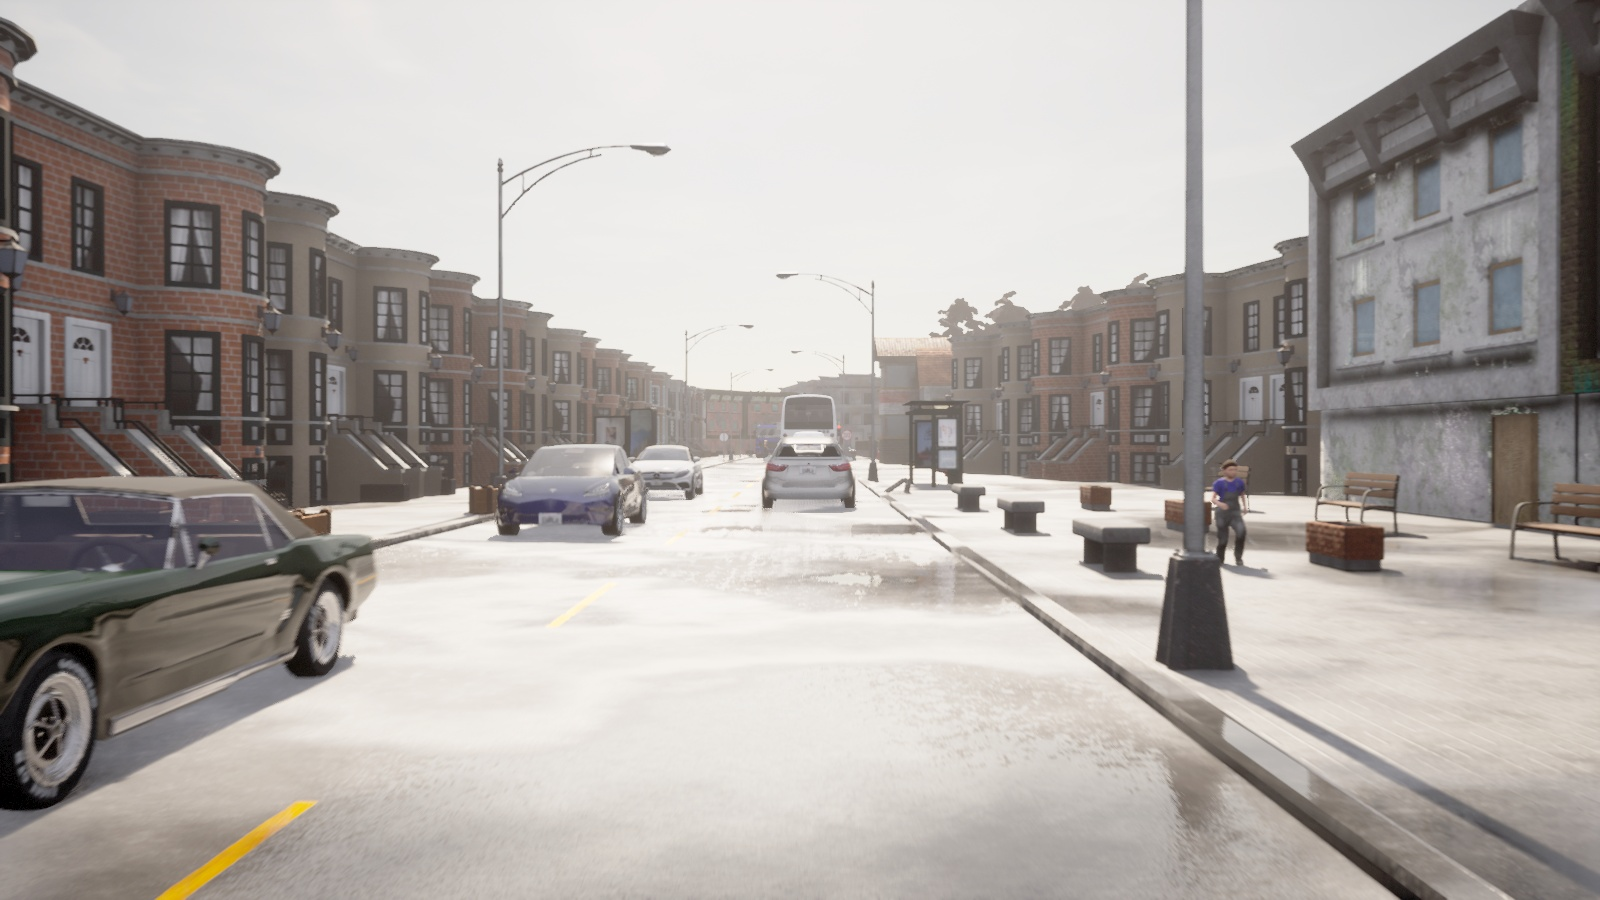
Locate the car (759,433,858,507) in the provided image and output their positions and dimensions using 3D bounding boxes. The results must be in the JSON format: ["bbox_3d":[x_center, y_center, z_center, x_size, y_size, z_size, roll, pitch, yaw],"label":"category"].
[{"bbox_3d":[0.210,0.436,30.797,2.242,1.667,4.611,0,0,0],"label":"car"}]

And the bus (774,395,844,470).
[{"bbox_3d":[0.537,-1.010,75.587,3.944,4.253,10.273,0,0,0],"label":"bus"}]

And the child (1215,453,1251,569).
[{"bbox_3d":[4.804,0.670,13.940,0.270,1.263,0.437,0,0,3],"label":"child"}]

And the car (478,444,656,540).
[{"bbox_3d":[-3.856,0.634,21.707,2.163,1.488,4.792,0,0,0],"label":"car"}]

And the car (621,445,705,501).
[{"bbox_3d":[-3.759,0.592,35.159,1.812,1.442,4.674,0,0,0],"label":"car"}]

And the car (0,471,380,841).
[{"bbox_3d":[-3.947,0.811,6.577,1.895,1.301,4.718,0,0,0],"label":"car"}]
